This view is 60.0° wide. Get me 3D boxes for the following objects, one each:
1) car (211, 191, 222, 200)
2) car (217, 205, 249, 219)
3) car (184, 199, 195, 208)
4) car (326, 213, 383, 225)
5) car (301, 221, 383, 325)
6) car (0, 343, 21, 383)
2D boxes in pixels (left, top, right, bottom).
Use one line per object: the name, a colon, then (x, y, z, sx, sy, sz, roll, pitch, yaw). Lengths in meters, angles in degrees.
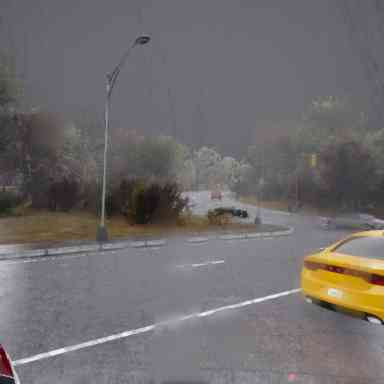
car: (5.747, 0.743, 78.981, 2.150, 2.045, 5.566, 2, 2, -1)
car: (4.302, 2.136, 36.289, 1.895, 1.301, 4.718, 3, -1, -22)
car: (-0.784, 1.691, 51.713, 2.128, 1.511, 4.902, 2, 1, -14)
car: (11.156, 2.074, 22.195, 1.994, 1.385, 4.181, 3, -2, -29)
car: (4.374, 1.543, 6.873, 5.008, 1.535, 1.882, 1, -1, -35)
car: (-3.217, 1.353, 1.456, 4.553, 1.767, 2.097, 0, 0, -35)
